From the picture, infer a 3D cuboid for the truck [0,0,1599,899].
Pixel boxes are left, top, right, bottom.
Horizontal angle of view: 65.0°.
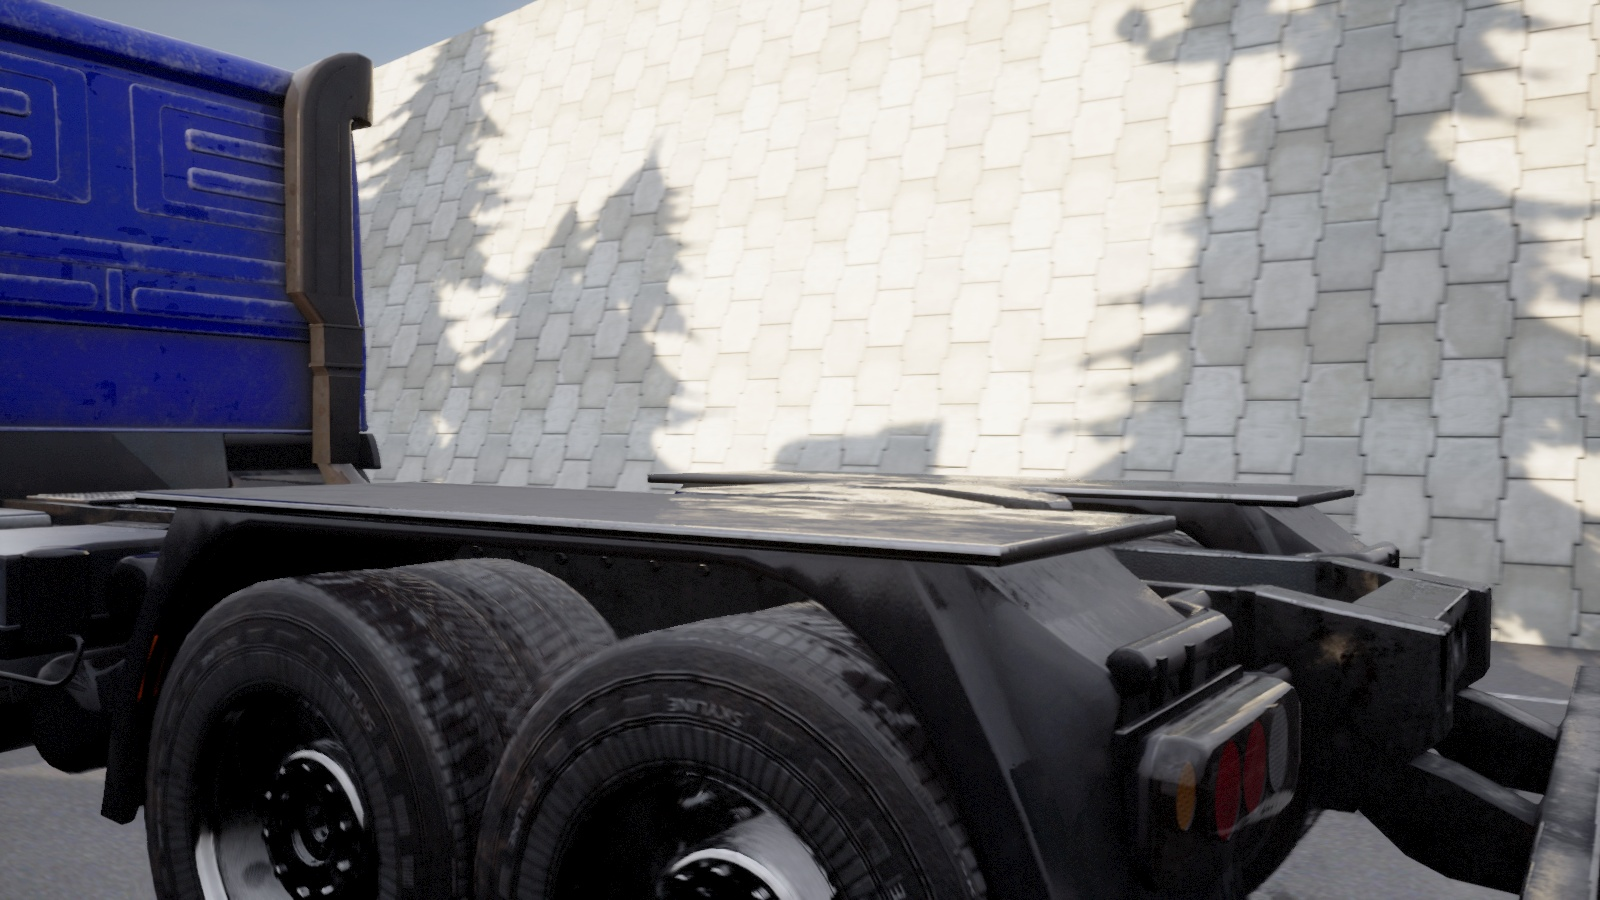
[{"bbox_3d":[-1.653,-0.300,4.702,7.936,3.462,2.891,0,1,34],"label":"truck"}]
